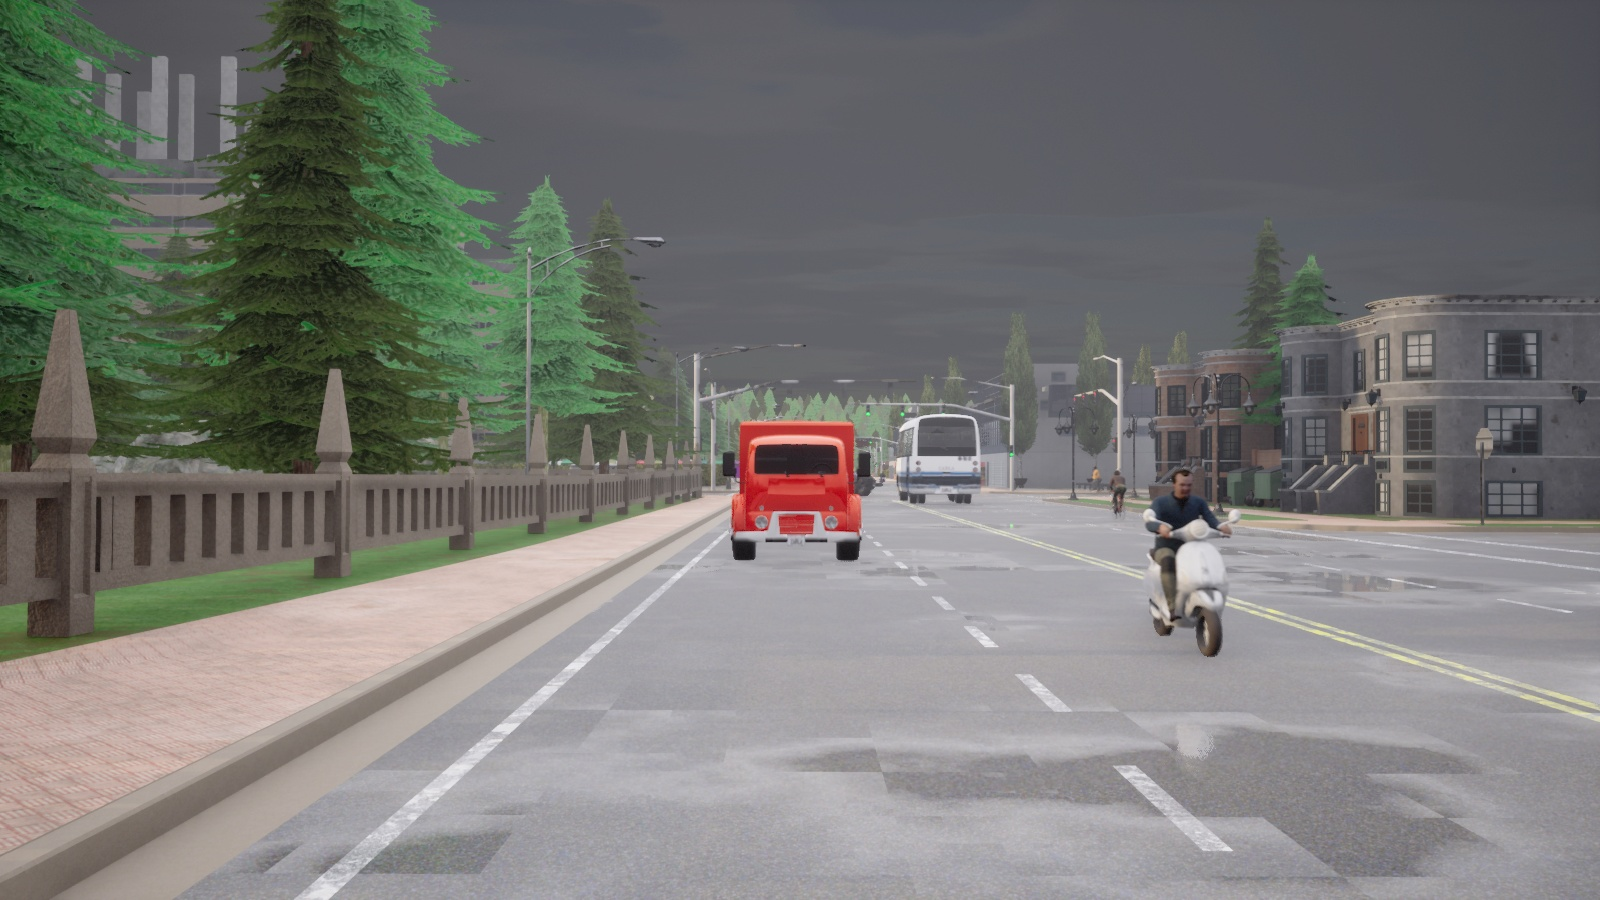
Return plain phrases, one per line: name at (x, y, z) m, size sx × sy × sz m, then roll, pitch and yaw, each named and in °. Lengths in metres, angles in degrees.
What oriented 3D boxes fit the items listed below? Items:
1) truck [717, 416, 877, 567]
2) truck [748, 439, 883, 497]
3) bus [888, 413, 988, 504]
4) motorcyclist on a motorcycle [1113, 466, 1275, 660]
truck at (-0.061, 0.717, 23.231) m, size 2.627 × 2.467 × 5.204 m, roll 0°, pitch -1°, yaw 0°
truck at (0.937, 1.143, 78.477) m, size 7.936 × 3.462 × 2.891 m, roll -1°, pitch -1°, yaw 27°
bus at (6.833, 0.484, 64.088) m, size 3.944 × 4.253 × 10.273 m, roll 0°, pitch -1°, yaw 0°
motorcyclist on a motorcycle at (3.471, 0.943, 11.250) m, size 0.866 × 1.590 × 1.817 m, roll 0°, pitch -1°, yaw 0°
